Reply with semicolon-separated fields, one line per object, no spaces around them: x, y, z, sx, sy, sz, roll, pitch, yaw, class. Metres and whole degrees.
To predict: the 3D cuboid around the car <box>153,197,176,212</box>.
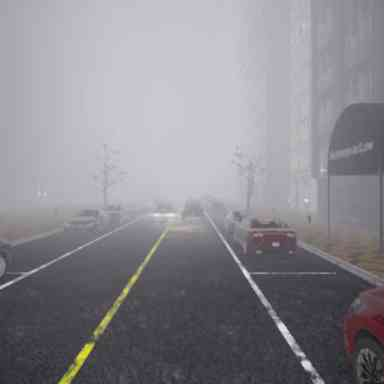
-3.110;1.627;38.388;1.895;1.301;4.718;0;0;0;car

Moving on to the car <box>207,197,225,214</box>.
2.683;1.569;35.493;1.887;1.381;4.507;1;0;0;car

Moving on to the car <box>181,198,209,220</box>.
0.089;1.514;28.508;2.128;1.511;4.902;0;0;0;car

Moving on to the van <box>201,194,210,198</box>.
2.678;1.375;52.417;1.690;1.788;3.998;1;0;0;van

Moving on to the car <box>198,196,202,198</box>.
0.079;1.556;46.404;1.812;1.442;4.674;0;0;0;car

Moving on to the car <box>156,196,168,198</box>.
-5.705;1.475;58.027;1.967;1.590;4.097;1;0;0;car

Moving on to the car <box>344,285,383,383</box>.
2.699;1.317;1.644;2.192;1.841;5.009;0;0;0;car

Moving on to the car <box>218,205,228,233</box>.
2.690;1.597;18.568;1.802;1.307;4.206;0;0;0;car

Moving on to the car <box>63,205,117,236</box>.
-5.691;1.596;18.526;1.802;1.307;4.206;1;0;0;car

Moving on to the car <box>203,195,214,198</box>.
2.682;1.468;41.135;1.967;1.590;4.097;1;0;0;car

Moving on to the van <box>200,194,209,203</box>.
2.672;1.380;69.342;1.690;1.788;3.998;1;0;0;van

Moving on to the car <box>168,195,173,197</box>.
-5.711;1.589;69.312;2.008;1.369;4.403;1;0;0;car

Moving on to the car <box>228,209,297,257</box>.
2.693;1.556;12.927;1.887;1.381;4.507;0;0;0;car

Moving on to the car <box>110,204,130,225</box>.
-5.692;1.563;24.169;1.887;1.381;4.507;1;0;0;car

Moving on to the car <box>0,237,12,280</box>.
-5.686;1.557;7.241;2.008;1.369;4.403;1;0;0;car

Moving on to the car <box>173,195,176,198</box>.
-5.716;1.592;80.598;2.008;1.369;4.403;1;0;0;car

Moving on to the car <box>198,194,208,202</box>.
2.668;1.357;80.624;2.192;1.841;5.009;1;0;0;car
